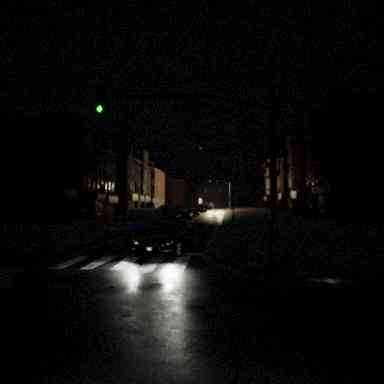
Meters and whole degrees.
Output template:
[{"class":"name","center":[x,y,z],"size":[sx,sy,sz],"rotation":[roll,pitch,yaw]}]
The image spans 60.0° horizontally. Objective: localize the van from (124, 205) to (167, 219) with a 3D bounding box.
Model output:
[{"class":"van","center":[-2.899,1.856,20.420],"size":[1.690,1.788,3.998],"rotation":[1,-1,6]}]

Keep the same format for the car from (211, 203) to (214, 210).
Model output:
[{"class":"car","center":[3.649,3.782,81.249],"size":[2.008,1.369,4.403],"rotation":[1,-2,6]}]

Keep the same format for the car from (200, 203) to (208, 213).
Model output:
[{"class":"car","center":[1.383,3.129,60.219],"size":[1.887,1.381,4.507],"rotation":[1,-2,6]}]

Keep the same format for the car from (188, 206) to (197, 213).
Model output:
[{"class":"car","center":[-0.882,2.539,39.187],"size":[1.887,1.381,4.507],"rotation":[1,-1,6]}]

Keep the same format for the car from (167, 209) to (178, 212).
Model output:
[{"class":"car","center":[-2.548,2.148,23.716],"size":[2.008,1.369,4.403],"rotation":[1,-1,6]}]

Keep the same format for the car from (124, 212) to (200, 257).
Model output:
[{"class":"car","center":[-1.062,1.903,14.697],"size":[1.837,1.490,4.892],"rotation":[1,-1,13]}]

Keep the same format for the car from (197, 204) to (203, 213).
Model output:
[{"class":"car","center":[0.250,2.864,49.703],"size":[1.802,1.307,4.206],"rotation":[1,-1,6]}]

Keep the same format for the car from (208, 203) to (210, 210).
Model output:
[{"class":"car","center":[1.952,3.181,65.479],"size":[1.967,1.590,4.097],"rotation":[1,-2,6]}]

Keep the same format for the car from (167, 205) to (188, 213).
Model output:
[{"class":"car","center":[-2.008,2.037,28.676],"size":[2.192,1.841,5.009],"rotation":[1,-1,6]}]
